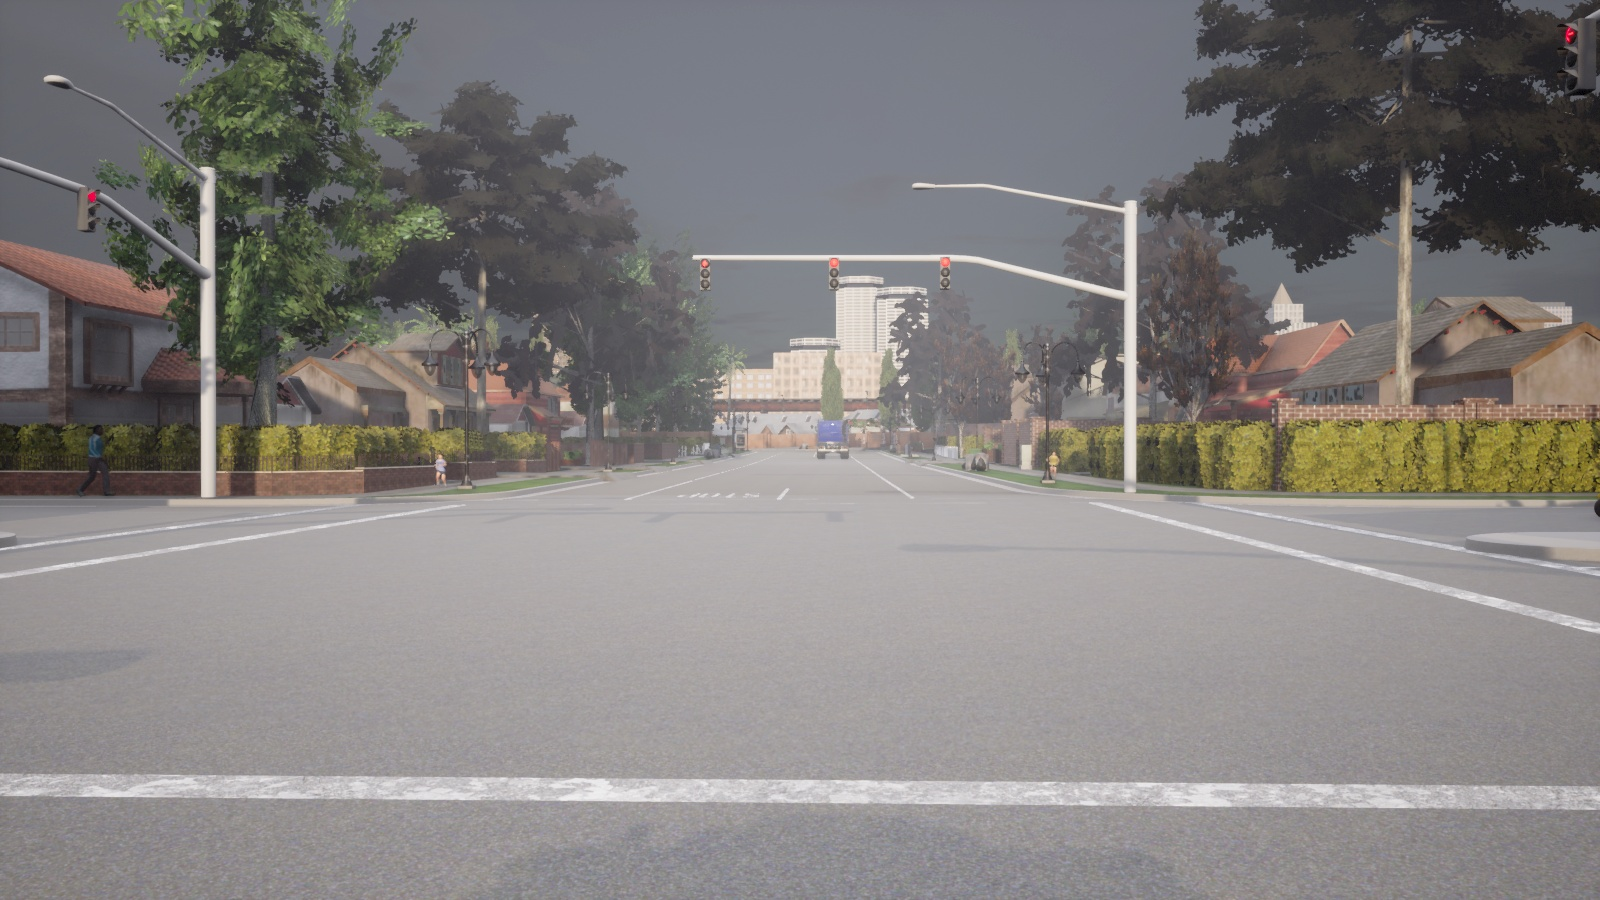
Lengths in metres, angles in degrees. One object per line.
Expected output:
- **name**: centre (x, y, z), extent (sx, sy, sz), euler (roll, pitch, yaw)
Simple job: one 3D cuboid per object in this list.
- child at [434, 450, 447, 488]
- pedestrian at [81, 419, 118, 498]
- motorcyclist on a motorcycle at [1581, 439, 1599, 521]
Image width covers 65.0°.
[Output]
- **child**: centre (-10.744, 0.571, 37.524), extent (0.255, 1.110, 0.394), euler (0, 0, 1)
- **pedestrian**: centre (-17.425, 0.207, 31.227), extent (0.692, 1.930, 0.396), euler (0, 0, 4)
- **motorcyclist on a motorcycle**: centre (16.364, 0.575, 24.398), extent (1.817, 1.590, 0.866), euler (0, 0, 1)
